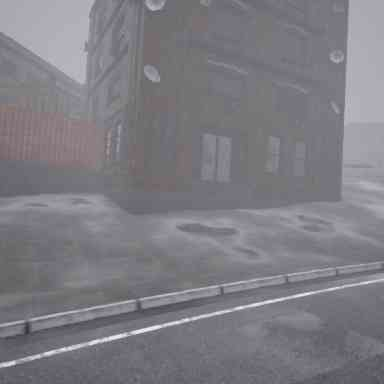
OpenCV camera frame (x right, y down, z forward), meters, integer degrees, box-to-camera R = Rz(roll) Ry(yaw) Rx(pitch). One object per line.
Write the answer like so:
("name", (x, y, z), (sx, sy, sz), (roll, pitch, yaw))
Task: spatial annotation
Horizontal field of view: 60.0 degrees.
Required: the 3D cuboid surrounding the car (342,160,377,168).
("car", (20.959, -3.283, 42.379), (4.553, 1.767, 2.185), (2, -3, 14))
